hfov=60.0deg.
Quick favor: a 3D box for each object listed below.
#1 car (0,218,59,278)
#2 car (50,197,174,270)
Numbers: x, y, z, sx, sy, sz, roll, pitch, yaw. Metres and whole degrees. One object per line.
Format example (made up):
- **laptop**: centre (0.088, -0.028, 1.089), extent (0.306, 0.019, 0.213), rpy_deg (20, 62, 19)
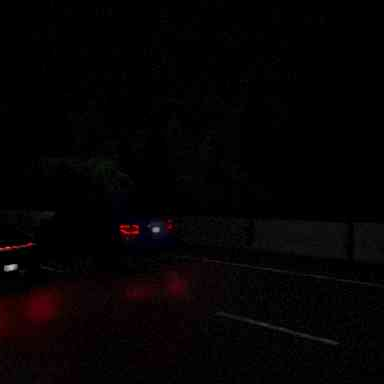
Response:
- **car**: centre (-6.010, 1.537, 9.107), extent (4.902, 1.511, 2.128), rpy_deg (-1, 0, 39)
- **car**: centre (-3.117, 1.201, 11.266), extent (5.566, 2.045, 2.150), rpy_deg (-1, 1, 39)
